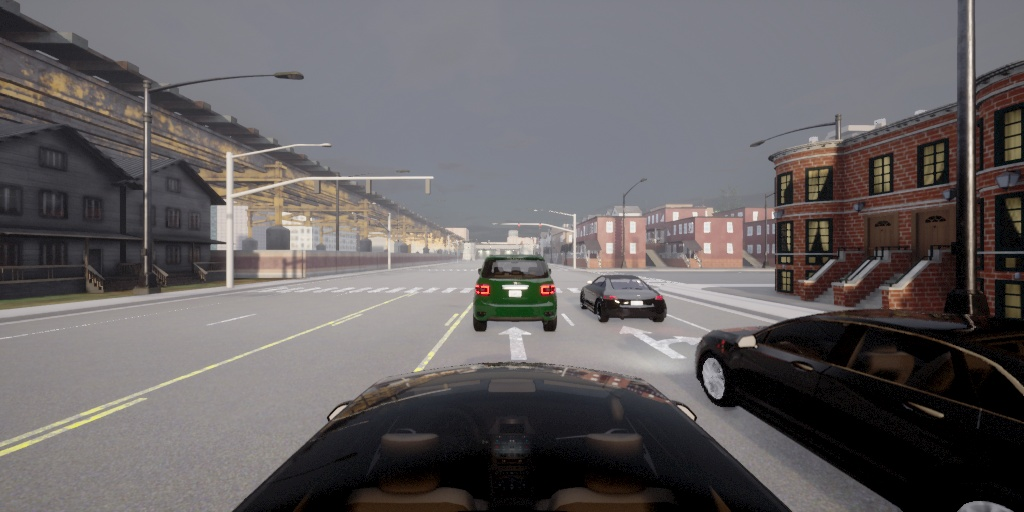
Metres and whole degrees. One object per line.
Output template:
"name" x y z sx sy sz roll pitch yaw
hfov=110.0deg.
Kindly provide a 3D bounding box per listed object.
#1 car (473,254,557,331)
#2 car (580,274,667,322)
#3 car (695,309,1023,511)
"car" 0.086 0.971 11.066 2.150 2.045 5.566 0 0 0
"car" 3.586 1.314 12.235 1.994 1.385 4.181 0 0 1
"car" 3.599 1.254 3.324 1.837 1.490 4.892 0 0 0
